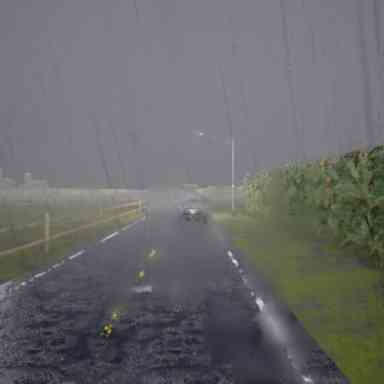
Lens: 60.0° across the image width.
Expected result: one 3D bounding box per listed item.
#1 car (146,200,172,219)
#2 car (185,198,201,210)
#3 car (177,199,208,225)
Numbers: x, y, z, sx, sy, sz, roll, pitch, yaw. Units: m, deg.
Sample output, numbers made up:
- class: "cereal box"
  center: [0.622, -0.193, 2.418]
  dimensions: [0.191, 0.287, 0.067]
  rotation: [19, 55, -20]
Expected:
- class: "car"
  center: [-2.799, 1.499, 28.799]
  dimensions: [1.837, 1.490, 4.892]
  rotation: [0, -1, 0]
- class: "car"
  center: [0.104, 1.548, 43.038]
  dimensions: [1.994, 1.385, 4.181]
  rotation: [0, 0, 0]
- class: "car"
  center: [0.067, 1.346, 23.935]
  dimensions: [2.097, 1.767, 4.553]
  rotation: [0, 0, 0]
